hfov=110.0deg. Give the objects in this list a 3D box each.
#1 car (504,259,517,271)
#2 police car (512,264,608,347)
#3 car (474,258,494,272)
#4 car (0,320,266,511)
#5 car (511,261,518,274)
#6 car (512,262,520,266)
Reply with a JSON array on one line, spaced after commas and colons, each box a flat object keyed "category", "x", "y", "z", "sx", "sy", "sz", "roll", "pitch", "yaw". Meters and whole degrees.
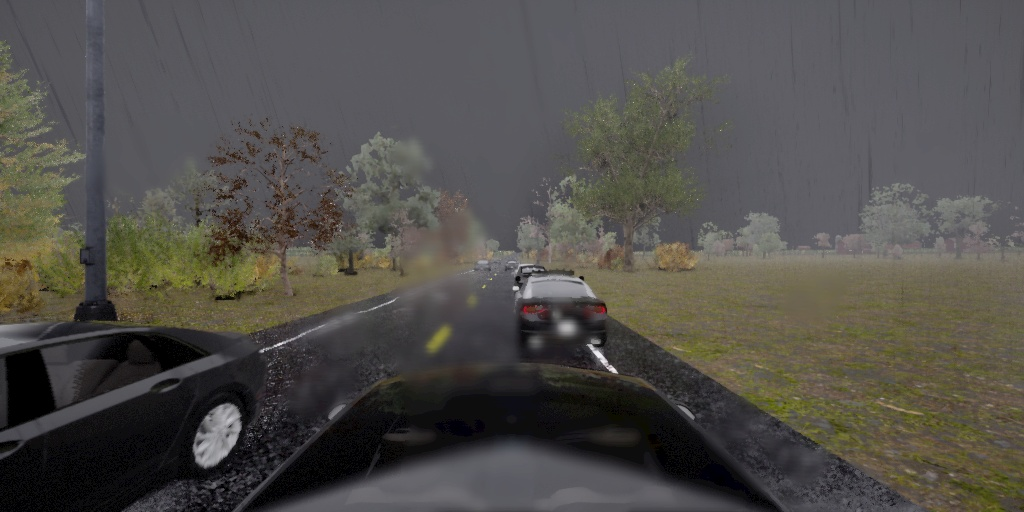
[{"category": "car", "x": 0.036, "y": 1.238, "z": 47.434, "sx": 1.812, "sy": 1.442, "sz": 4.674, "roll": 0, "pitch": 0, "yaw": 1}, {"category": "police car", "x": 1.050, "y": 1.173, "z": 9.430, "sx": 1.930, "sy": 1.638, "sz": 5.238, "roll": 0, "pitch": 0, "yaw": 0}, {"category": "car", "x": -3.598, "y": 1.242, "z": 44.810, "sx": 1.812, "sy": 1.442, "sz": 4.674, "roll": 0, "pitch": 0, "yaw": 0}, {"category": "car", "x": -3.600, "y": 1.255, "z": 1.918, "sx": 1.837, "sy": 1.490, "sz": 4.892, "roll": 0, "pitch": 0, "yaw": 0}, {"category": "car", "x": 1.051, "y": 1.265, "z": 25.322, "sx": 1.812, "sy": 1.442, "sz": 4.674, "roll": 0, "pitch": 0, "yaw": 0}, {"category": "car", "x": 1.050, "y": 1.248, "z": 19.321, "sx": 1.837, "sy": 1.490, "sz": 4.892, "roll": 0, "pitch": 0, "yaw": 0}]
